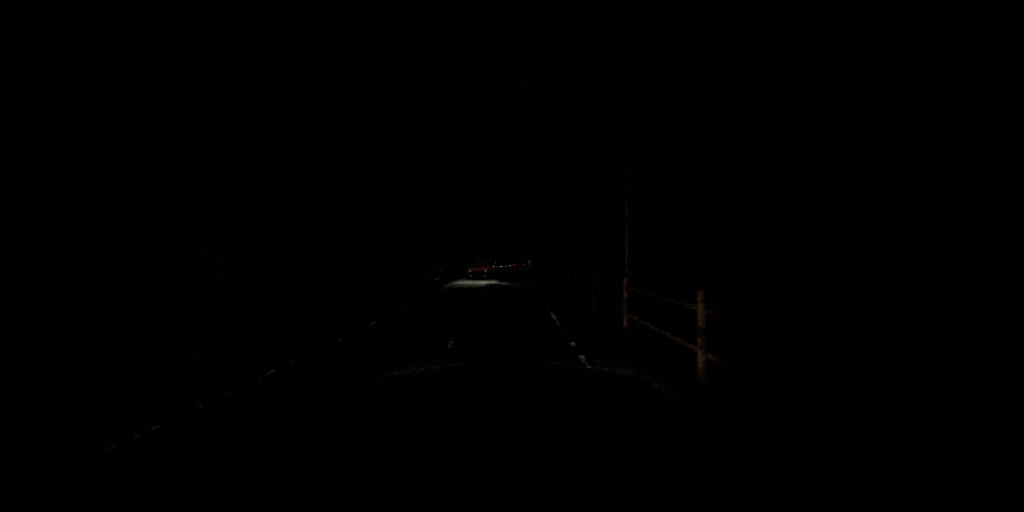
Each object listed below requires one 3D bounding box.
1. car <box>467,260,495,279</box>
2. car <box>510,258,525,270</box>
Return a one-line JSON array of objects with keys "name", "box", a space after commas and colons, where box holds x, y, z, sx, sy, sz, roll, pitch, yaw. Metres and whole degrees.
[{"name": "car", "box": [-2.849, 1.236, 32.271, 1.882, 1.535, 5.008, 0, 0, 0]}, {"name": "car", "box": [0.953, 1.235, 53.554, 1.801, 1.575, 5.366, 0, 0, 0]}]
